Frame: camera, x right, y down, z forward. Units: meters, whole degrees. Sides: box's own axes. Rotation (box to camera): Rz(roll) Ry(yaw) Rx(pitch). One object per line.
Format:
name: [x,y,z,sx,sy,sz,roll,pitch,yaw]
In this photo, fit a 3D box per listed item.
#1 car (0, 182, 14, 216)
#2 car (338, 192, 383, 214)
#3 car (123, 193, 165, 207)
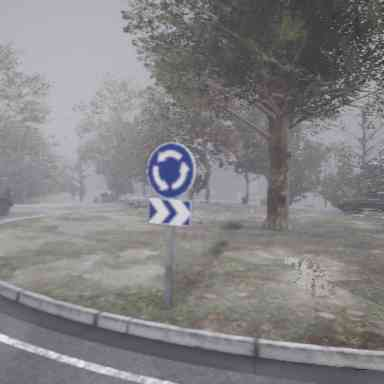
car: [-12.341,0.387,18.360,2.150,2.045,5.566,2,1,7]
car: [15.348,0.983,27.974,2.150,2.045,5.566,1,1,-43]
car: [-3.960,0.710,30.933,4.718,1.301,1.895,1,2,-27]
